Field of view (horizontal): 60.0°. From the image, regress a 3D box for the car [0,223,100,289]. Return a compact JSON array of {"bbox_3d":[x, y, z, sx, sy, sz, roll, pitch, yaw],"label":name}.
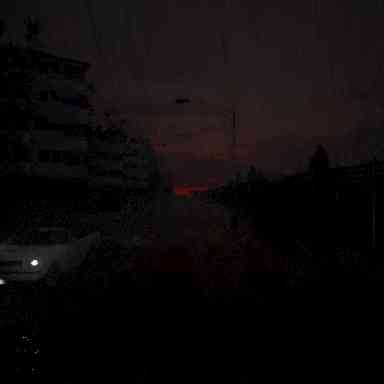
[{"bbox_3d":[-4.099,1.601,9.278,1.895,1.301,4.718,0,0,0],"label":"car"}]
